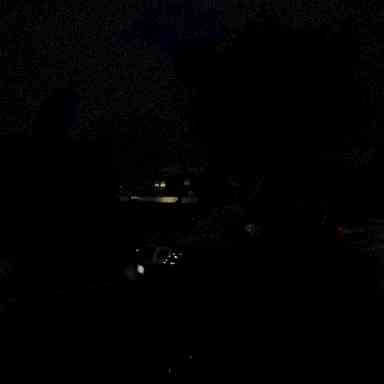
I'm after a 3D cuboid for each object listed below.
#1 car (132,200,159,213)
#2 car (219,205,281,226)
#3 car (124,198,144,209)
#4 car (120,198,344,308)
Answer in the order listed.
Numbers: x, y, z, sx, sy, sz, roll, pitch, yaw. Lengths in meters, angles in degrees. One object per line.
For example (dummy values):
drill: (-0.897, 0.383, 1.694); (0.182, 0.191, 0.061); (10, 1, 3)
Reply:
car: (-5.913, 1.782, 41.803); (1.812, 1.442, 4.674); (-1, 0, -30)
car: (4.324, 1.723, 25.538); (1.895, 1.301, 4.718); (-1, 0, -34)
car: (-9.448, 1.818, 53.834); (1.837, 1.490, 4.892); (-1, 0, -28)
car: (1.335, 1.218, 8.184); (5.566, 2.045, 2.150); (0, 0, -31)
